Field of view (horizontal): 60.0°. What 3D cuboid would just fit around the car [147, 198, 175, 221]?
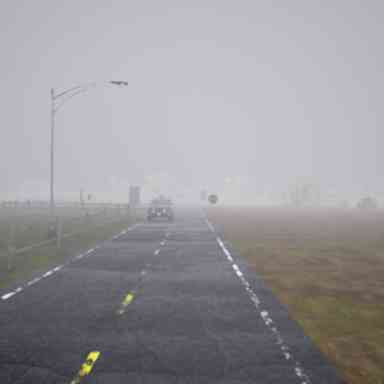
[{"bbox_3d":[-2.792,1.547,30.732,2.150,2.045,5.566,0,-1,0],"label":"car"}]

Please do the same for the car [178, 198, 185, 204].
[{"bbox_3d":[-2.856,2.480,93.610,1.837,1.490,4.892,0,-1,0],"label":"car"}]
